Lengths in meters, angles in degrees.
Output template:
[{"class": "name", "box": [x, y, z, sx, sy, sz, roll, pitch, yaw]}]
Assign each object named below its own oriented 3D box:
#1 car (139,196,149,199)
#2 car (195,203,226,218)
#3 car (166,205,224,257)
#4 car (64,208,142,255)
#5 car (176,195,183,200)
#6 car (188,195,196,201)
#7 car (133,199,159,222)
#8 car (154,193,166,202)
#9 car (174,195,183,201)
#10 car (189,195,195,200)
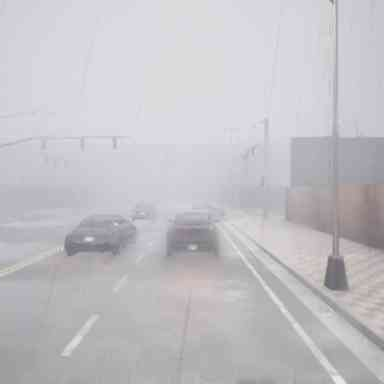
[{"class": "car", "box": [-10.499, 1.536, 72.891, 1.994, 1.385, 4.181, 0, 0, 0]}, {"class": "car", "box": [1.223, 1.581, 27.008, 1.895, 1.301, 4.718, 0, 1, 24]}, {"class": "car", "box": [0.045, 1.503, 13.005, 1.837, 1.490, 4.892, 0, 0, 0]}, {"class": "car", "box": [-3.453, 1.562, 13.238, 1.994, 1.385, 4.181, 0, 0, 0]}, {"class": "car", "box": [-3.499, 1.573, 93.862, 1.895, 1.301, 4.718, 0, 0, 0]}, {"class": "car", "box": [0.001, 1.456, 83.476, 1.882, 1.535, 5.008, 0, 0, 0]}, {"class": "car", "box": [-3.748, 1.530, 25.798, 2.033, 1.411, 5.357, 0, 1, -6]}, {"class": "car", "box": [-6.999, 1.209, 72.856, 2.150, 2.045, 5.566, 0, 0, 0]}, {"class": "car", "box": [-3.499, 1.530, 83.840, 1.994, 1.385, 4.181, 0, 0, 0]}, {"class": "car", "box": [0.001, 1.478, 93.832, 1.837, 1.490, 4.892, 0, 0, 0]}]
